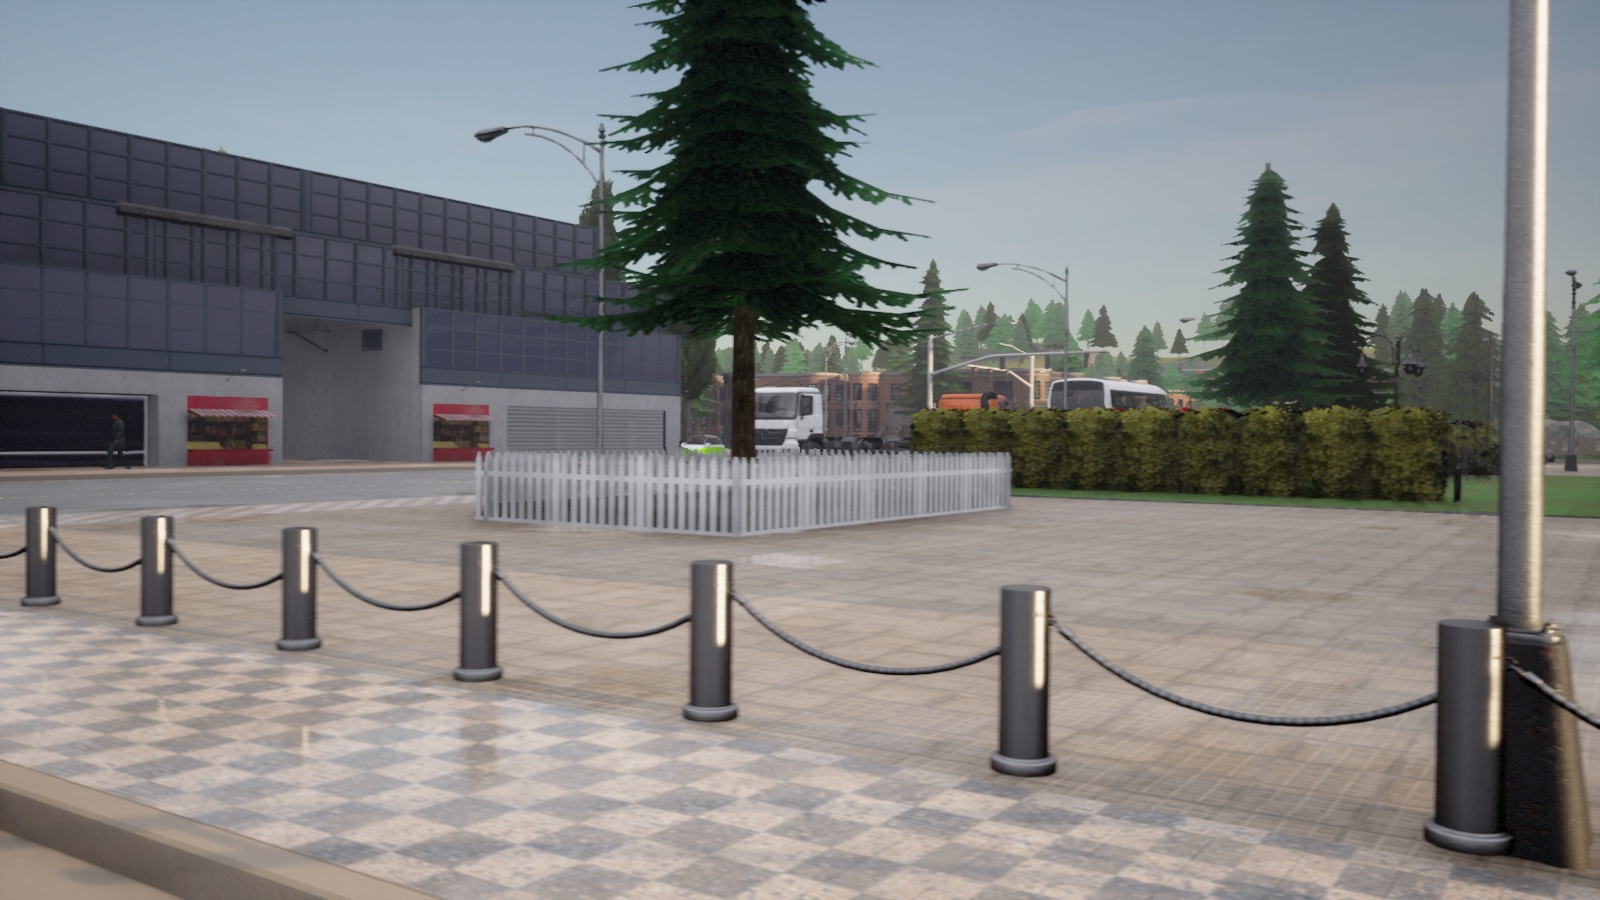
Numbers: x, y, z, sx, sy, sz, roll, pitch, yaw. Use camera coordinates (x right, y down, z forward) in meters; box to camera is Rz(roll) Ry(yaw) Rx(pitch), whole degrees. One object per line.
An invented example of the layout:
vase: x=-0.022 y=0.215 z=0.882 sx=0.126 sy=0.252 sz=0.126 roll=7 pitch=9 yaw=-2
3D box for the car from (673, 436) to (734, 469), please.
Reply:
car: x=-4.070 y=0.098 z=53.152 sx=1.481 sy=1.376 sz=2.207 roll=0 pitch=1 yaw=34

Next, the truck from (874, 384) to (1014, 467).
truck: x=6.618 y=-1.082 z=56.549 sx=2.891 sy=3.462 sz=7.936 roll=0 pitch=1 yaw=34

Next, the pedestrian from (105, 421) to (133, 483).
pedestrian: x=-20.616 y=0.058 z=38.021 sx=0.353 sy=1.847 sz=0.614 roll=0 pitch=1 yaw=32

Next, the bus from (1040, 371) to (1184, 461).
bus: x=16.273 y=-1.676 z=64.690 sx=3.944 sy=4.253 sz=10.273 roll=0 pitch=1 yaw=34

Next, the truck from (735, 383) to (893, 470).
truck: x=0.769 y=-0.996 z=54.092 sx=2.891 sy=3.462 sz=7.936 roll=0 pitch=1 yaw=34

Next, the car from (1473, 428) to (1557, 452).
car: x=42.168 y=-0.598 z=74.100 sx=4.181 sy=1.385 sz=1.994 roll=0 pitch=1 yaw=34
